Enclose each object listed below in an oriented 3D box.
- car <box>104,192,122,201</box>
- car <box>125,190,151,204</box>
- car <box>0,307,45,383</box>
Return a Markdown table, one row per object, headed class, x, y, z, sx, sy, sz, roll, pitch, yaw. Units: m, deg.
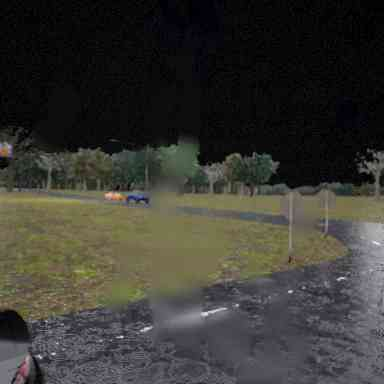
| class | x | y | z | sx | sy | sz | roll | pitch | yaw |
| --- | --- | --- | --- | --- | --- | --- | --- | --- | --- |
| car | -14.621 | 0.710 | 61.537 | 2.097 | 1.767 | 4.553 | 2 | 0 | -35 |
| car | -8.627 | 0.779 | 53.089 | 2.150 | 2.045 | 5.566 | 2 | 0 | -35 |
| car | -3.329 | 1.476 | 1.496 | 4.902 | 1.511 | 2.128 | 1 | 0 | -35 |
